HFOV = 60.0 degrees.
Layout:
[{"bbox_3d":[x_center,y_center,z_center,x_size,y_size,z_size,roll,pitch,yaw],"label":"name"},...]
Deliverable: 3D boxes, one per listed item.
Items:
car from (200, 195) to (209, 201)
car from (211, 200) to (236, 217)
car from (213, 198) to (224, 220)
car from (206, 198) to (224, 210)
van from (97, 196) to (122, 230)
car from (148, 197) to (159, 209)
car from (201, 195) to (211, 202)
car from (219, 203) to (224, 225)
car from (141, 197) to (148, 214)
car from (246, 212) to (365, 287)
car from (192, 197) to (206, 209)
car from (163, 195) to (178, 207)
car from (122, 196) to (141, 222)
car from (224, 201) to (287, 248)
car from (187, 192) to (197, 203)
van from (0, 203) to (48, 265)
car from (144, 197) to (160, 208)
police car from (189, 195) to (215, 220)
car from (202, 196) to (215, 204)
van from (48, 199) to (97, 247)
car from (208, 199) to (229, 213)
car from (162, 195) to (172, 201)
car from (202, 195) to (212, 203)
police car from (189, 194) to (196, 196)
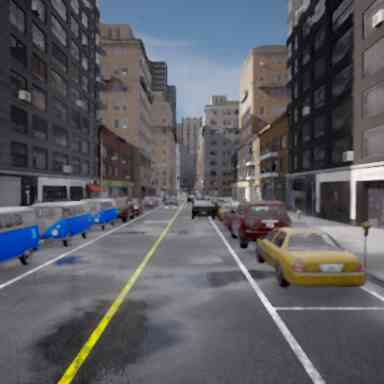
[{"bbox_3d":[2.853,1.398,75.975,1.802,1.307,4.206,-1,0,0],"label":"car"},{"bbox_3d":[2.852,1.501,31.288,1.947,1.339,4.313,-1,0,0],"label":"car"},{"bbox_3d":[2.851,1.473,25.872,1.752,1.417,4.829,-1,0,0],"label":"car"},{"bbox_3d":[2.852,1.459,42.460,2.008,1.369,4.403,-1,0,0],"label":"car"},{"bbox_3d":[-5.683,1.301,20.115,1.690,1.788,3.998,-1,0,0],"label":"van"},{"bbox_3d":[-5.687,1.348,42.458,1.967,1.590,4.097,-1,0,0],"label":"car"},{"bbox_3d":[2.853,1.399,70.389,1.947,1.339,4.313,-1,0,0],"label":"car"},{"bbox_3d":[2.852,1.542,20.116,1.802,1.307,4.206,-1,0,0],"label":"car"},{"bbox_3d":[-5.684,1.374,31.286,1.967,1.590,4.097,-1,0,0],"label":"car"},{"bbox_3d":[2.851,1.508,9.115,1.752,1.417,4.829,-1,0,0],"label":"car"},{"bbox_3d":[0.890,1.431,43.930,1.812,1.442,4.674,0,0,0],"label":"car"},{"bbox_3d":[-3.084,1.454,49.945,1.994,1.385,4.181,0,0,0],"label":"car"},{"bbox_3d":[-5.685,1.262,25.701,2.192,1.841,5.009,-1,0,0],"label":"car"},{"bbox_3d":[2.849,1.287,14.530,2.192,1.841,5.009,-1,0,0],"label":"car"},{"bbox_3d":[-0.014,1.329,64.203,1.882,1.535,5.008,0,0,0],"label":"car"},{"bbox_3d":[-5.681,1.324,8.943,1.690,1.788,3.998,-1,0,0],"label":"van"},{"bbox_3d":[-5.686,1.476,48.044,1.802,1.307,4.206,-1,0,0],"label":"car"},{"bbox_3d":[0.894,1.368,28.039,1.930,1.638,5.238,0,0,0],"label":"police car"},{"bbox_3d":[2.853,1.416,59.217,2.008,1.369,4.403,-1,0,0],"label":"car"},{"bbox_3d":[-5.682,1.312,14.529,1.690,1.788,3.998,-1,0,0],"label":"van"},{"bbox_3d":[2.852,1.488,36.874,1.947,1.339,4.313,-1,0,0],"label":"car"},{"bbox_3d":[-5.692,1.360,75.972,1.887,1.381,4.507,-1,0,0],"label":"car"},{"bbox_3d":[2.853,1.374,64.973,1.752,1.417,4.829,-1,0,0],"label":"car"},{"bbox_3d":[0.892,1.344,38.039,1.930,1.638,5.238,0,0,0],"label":"police car"}]
